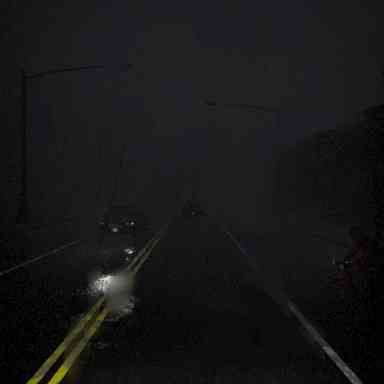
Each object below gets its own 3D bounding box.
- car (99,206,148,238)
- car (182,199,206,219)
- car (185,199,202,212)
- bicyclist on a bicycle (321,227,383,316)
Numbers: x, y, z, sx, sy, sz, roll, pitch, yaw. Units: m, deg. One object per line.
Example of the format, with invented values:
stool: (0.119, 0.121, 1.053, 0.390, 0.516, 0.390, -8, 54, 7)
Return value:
car: (-3.528, 1.492, 17.769, 2.128, 1.511, 4.902, 0, 0, 1)
car: (0.145, 1.490, 29.062, 2.128, 1.511, 4.902, 0, 0, 0)
car: (0.154, 1.561, 40.236, 1.994, 1.385, 4.181, 0, 0, 0)
bicyclist on a bicycle: (3.136, 1.449, 6.018, 1.656, 1.620, 0.582, -2, 0, 0)
